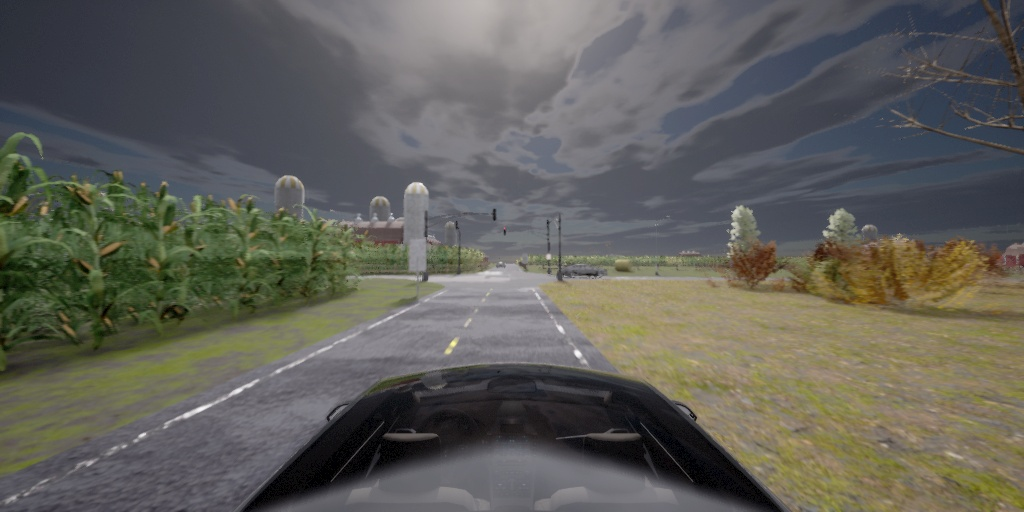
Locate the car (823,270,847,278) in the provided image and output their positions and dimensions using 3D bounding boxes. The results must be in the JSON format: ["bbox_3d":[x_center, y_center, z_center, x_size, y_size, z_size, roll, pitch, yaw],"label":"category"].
[{"bbox_3d":[41.105,2.057,44.595,4.892,1.490,1.837,0,-2,-4],"label":"car"}]

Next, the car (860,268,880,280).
[{"bbox_3d":[42.340,1.947,41.140,4.902,1.511,2.128,1,-2,-4],"label":"car"}]

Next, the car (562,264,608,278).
[{"bbox_3d":[7.818,1.604,38.701,4.902,1.511,2.128,1,-2,-4],"label":"car"}]
